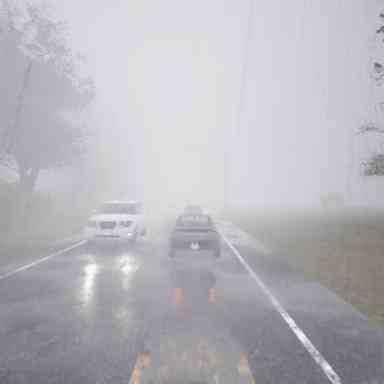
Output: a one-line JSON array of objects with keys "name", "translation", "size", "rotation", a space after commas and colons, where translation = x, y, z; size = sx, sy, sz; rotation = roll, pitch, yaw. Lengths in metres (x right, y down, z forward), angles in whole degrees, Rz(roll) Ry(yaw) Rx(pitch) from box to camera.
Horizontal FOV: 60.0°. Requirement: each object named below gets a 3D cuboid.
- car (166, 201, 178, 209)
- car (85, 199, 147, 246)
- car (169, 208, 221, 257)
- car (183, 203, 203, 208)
[{"name": "car", "translation": [-3.516, 2.332, 58.995], "size": [1.994, 1.385, 4.181], "rotation": [0, -1, 1]}, {"name": "car", "translation": [-3.595, 1.415, 16.824], "size": [2.150, 2.045, 5.566], "rotation": [0, -1, 0]}, {"name": "car", "translation": [0.101, 1.648, 13.594], "size": [2.128, 1.511, 4.902], "rotation": [0, -1, 0]}, {"name": "car", "translation": [0.109, 1.909, 34.754], "size": [2.128, 1.511, 4.902], "rotation": [0, -1, 0]}]
